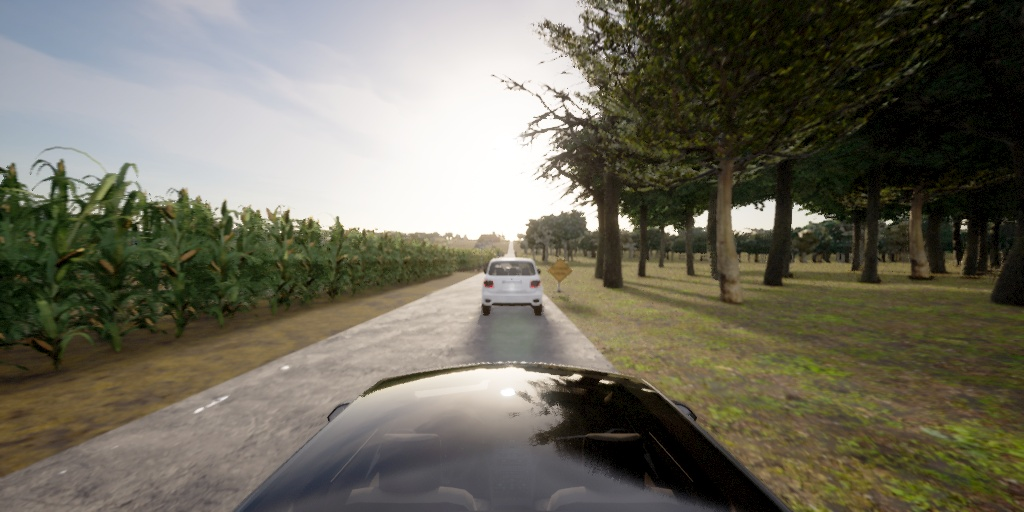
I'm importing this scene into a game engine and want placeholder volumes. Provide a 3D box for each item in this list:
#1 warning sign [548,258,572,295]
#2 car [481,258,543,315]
[{"bbox_3d":[2.454,1.037,18.778,1.300,1.860,1.060,0,0,0],"label":"warning sign"},{"bbox_3d":[0.014,1.099,14.448,2.150,2.045,5.566,0,0,0],"label":"car"}]
